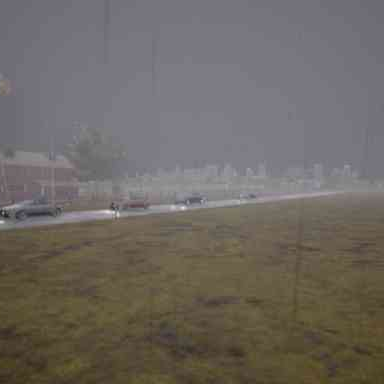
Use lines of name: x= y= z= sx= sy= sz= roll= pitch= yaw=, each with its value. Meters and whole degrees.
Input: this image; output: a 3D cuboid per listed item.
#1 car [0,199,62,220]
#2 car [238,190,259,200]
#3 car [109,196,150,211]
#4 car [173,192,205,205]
car: x=-11.925 y=1.252 z=24.736 sx=1.994 sy=1.385 sz=4.181 roll=1 pitch=2 yaw=34
car: x=9.078 y=0.466 z=53.501 sx=2.128 sy=1.511 sz=4.902 roll=1 pitch=2 yaw=36
car: x=-6.107 y=1.055 z=32.725 sx=1.994 sy=1.385 sz=4.181 roll=1 pitch=2 yaw=36
car: x=-0.299 y=0.792 z=40.727 sx=1.837 sy=1.490 sz=4.892 roll=1 pitch=2 yaw=36
